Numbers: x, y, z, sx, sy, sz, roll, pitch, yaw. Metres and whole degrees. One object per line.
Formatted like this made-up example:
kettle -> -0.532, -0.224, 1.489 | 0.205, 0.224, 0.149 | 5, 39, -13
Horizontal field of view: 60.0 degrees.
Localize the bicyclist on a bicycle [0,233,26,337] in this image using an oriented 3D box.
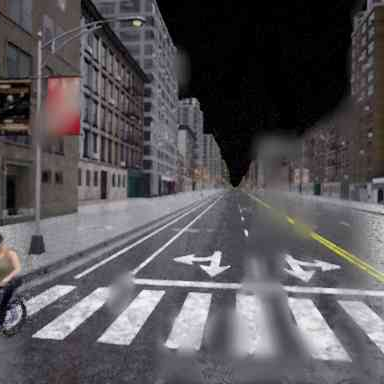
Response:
bicyclist on a bicycle -> -2.733, 1.367, 4.539 | 0.866, 1.612, 1.509 | 1, 1, 7
